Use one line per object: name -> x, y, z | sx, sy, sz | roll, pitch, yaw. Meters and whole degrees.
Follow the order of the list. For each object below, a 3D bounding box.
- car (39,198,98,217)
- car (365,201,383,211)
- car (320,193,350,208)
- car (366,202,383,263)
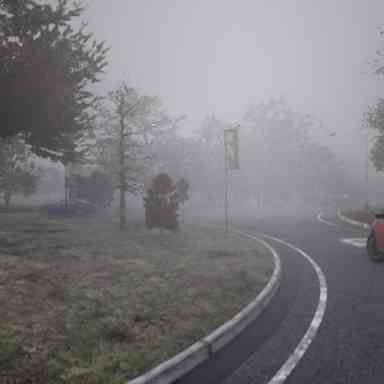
car -> -10.555, 1.323, 28.442 | 5.008, 1.535, 1.882 | -1, 0, 8
car -> 31.761, 2.395, 57.238 | 5.008, 1.535, 1.882 | 5, -4, -43
car -> 19.744, 1.137, 45.704 | 5.566, 2.045, 2.150 | 3, -2, -44
car -> 5.873, 1.078, 7.902 | 2.150, 2.045, 5.566 | 0, 1, 18
